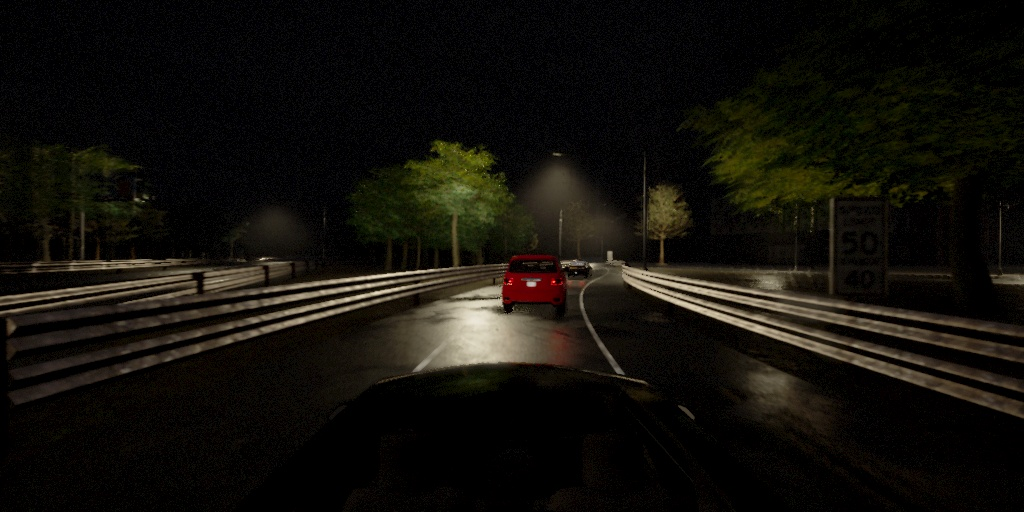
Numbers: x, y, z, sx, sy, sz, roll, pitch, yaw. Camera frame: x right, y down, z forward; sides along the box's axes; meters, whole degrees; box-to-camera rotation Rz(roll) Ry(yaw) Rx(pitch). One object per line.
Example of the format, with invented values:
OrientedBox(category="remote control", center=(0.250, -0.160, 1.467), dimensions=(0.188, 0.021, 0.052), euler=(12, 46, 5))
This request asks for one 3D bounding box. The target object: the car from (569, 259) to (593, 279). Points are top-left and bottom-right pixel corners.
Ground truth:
OrientedBox(category="car", center=(6.387, 1.273, 33.510), dimensions=(2.128, 1.511, 4.902), euler=(0, 0, 19))

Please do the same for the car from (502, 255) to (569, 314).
OrientedBox(category="car", center=(1.034, 0.997, 14.068), dimensions=(2.150, 2.045, 5.566), euler=(0, 0, 9))
